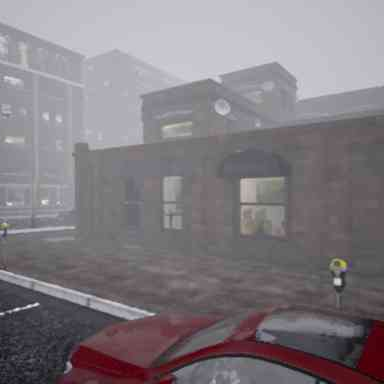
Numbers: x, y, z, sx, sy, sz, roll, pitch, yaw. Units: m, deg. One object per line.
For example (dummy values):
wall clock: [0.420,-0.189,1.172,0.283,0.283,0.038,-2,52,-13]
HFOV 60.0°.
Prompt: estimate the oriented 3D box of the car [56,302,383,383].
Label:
car: [0.700,1.581,2.543,4.206,1.307,1.802,0,0,36]

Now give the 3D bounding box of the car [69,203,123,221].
car: [-9.253,1.875,32.459,1.882,1.535,5.008,-1,-1,35]

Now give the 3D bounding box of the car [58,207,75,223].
car: [-9.052,1.861,28.076,2.008,1.369,4.403,-2,-2,35]
